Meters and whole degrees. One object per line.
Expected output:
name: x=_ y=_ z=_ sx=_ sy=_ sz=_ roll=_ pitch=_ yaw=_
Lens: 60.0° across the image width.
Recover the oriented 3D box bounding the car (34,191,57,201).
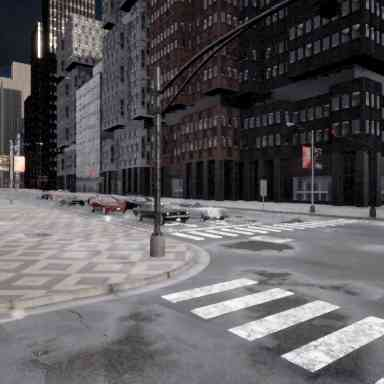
car: x=-22.897 y=0.577 z=51.244 sx=2.033 sy=1.411 sz=5.357 roll=0 pitch=1 yaw=-36

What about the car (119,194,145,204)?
car: x=-8.890 y=0.975 z=48.638 sx=1.895 sy=1.301 sz=4.718 roll=0 pitch=1 yaw=-36

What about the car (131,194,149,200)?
car: x=-4.996 y=1.094 z=31.741 sx=1.882 sy=1.535 sz=5.008 roll=0 pitch=1 yaw=-36

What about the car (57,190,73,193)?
car: x=-20.274 y=0.300 z=53.163 sx=2.097 sy=1.767 sz=4.553 roll=0 pitch=1 yaw=-36

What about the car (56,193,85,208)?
car: x=-13.948 y=1.065 z=38.636 sx=1.895 sy=1.301 sz=4.718 roll=0 pitch=1 yaw=-36

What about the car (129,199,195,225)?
car: x=-2.113 y=1.355 z=22.158 sx=1.895 sy=1.301 sz=4.718 roll=0 pitch=1 yaw=-36

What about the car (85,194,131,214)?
car: x=-7.592 y=1.100 z=29.781 sx=1.882 sy=1.535 sz=5.008 roll=0 pitch=1 yaw=-36

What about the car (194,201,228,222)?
car: x=0.485 y=1.350 z=24.113 sx=1.895 sy=1.301 sz=4.718 roll=0 pitch=1 yaw=-36

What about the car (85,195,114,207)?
car: x=-11.351 y=1.060 z=40.591 sx=1.895 sy=1.301 sz=4.718 roll=0 pitch=1 yaw=-36
